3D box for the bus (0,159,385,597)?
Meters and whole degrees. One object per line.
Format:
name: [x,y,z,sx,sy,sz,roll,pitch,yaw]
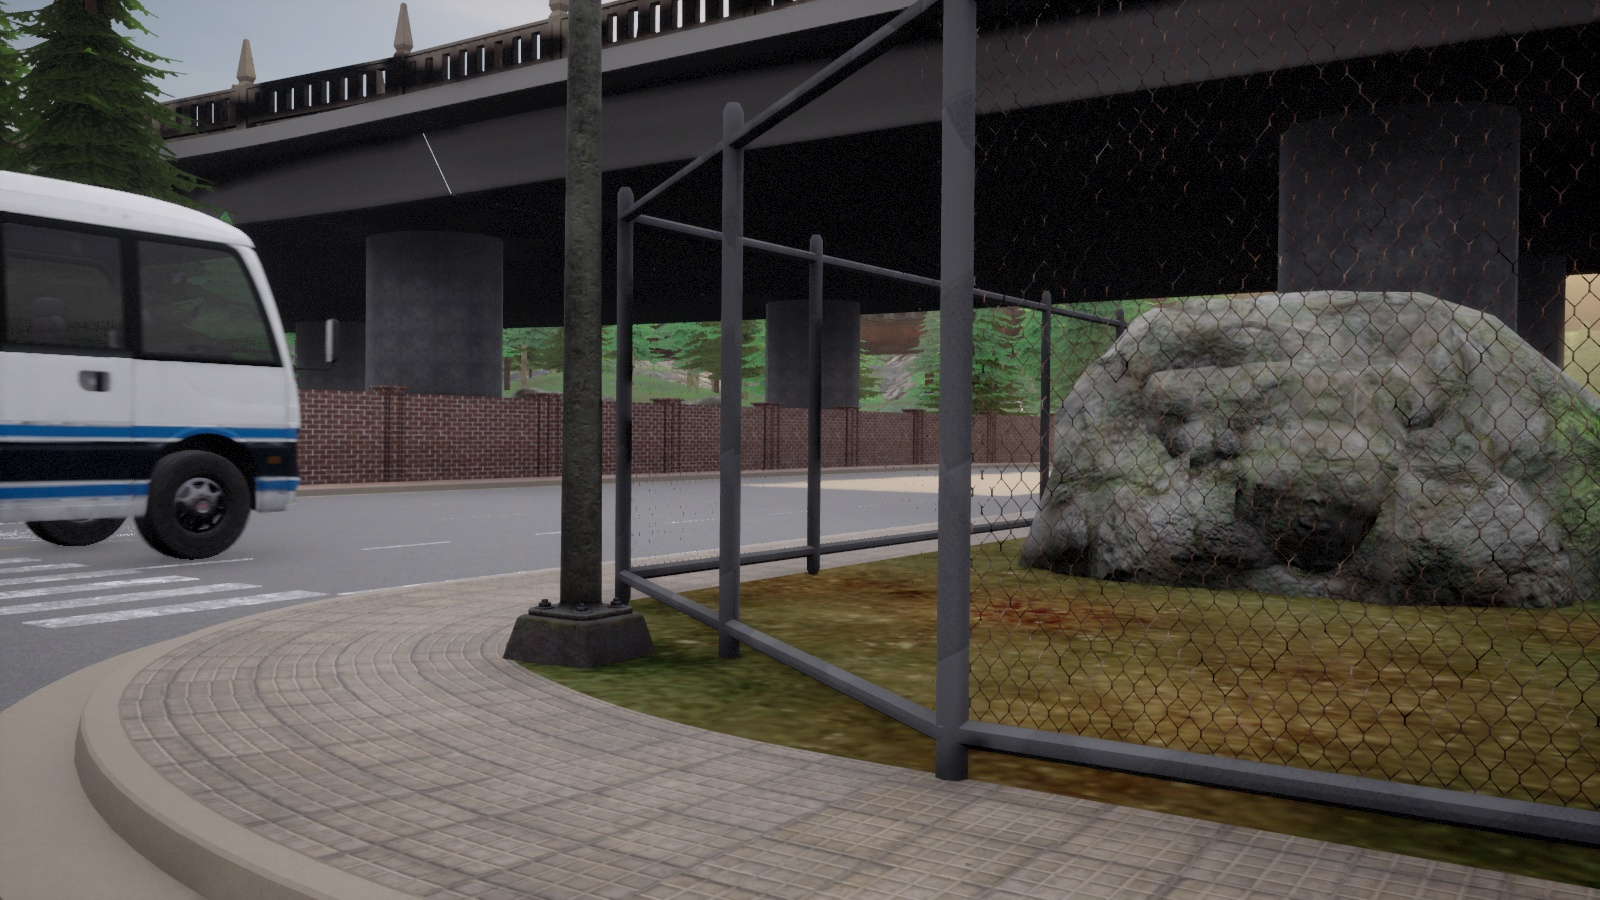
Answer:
bus: [-9.762,-0.690,12.750,3.944,4.253,10.273,0,1,33]
